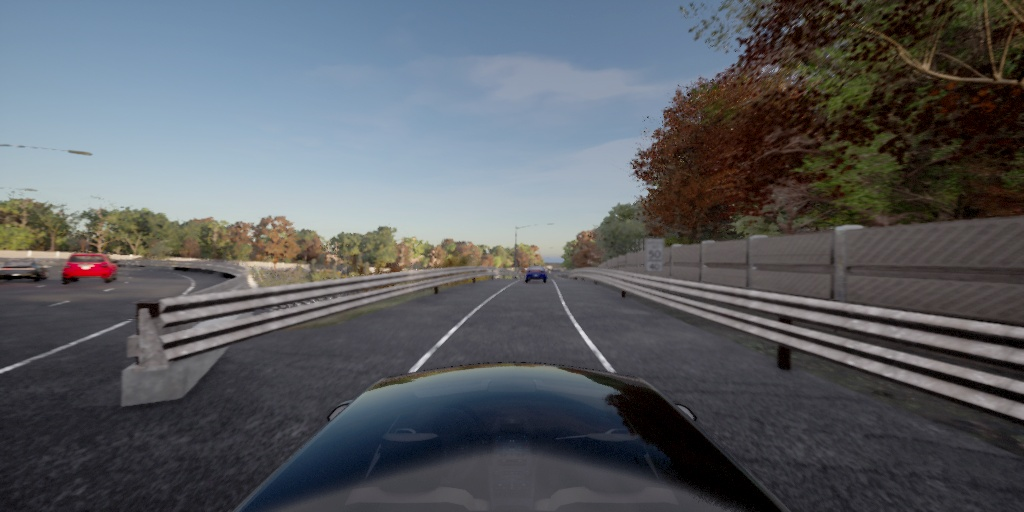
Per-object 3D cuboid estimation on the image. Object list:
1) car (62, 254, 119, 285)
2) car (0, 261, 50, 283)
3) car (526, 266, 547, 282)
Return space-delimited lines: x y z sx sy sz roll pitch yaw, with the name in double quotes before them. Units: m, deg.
"car" -29.594 0.856 25.273 2.150 2.045 5.566 1 -1 -44
"car" -35.230 1.078 25.887 4.902 1.511 2.128 0 -1 44
"car" 2.372 1.693 34.643 1.882 1.535 5.008 0 -2 5
